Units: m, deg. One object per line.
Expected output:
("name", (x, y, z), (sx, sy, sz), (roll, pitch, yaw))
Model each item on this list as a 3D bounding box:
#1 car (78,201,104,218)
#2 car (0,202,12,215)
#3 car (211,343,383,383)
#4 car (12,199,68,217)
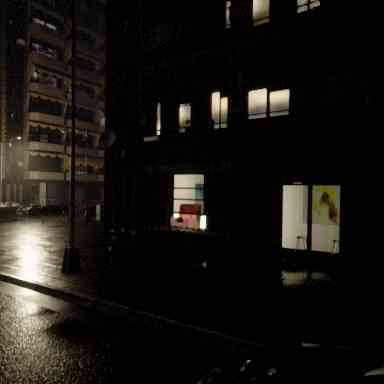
("car", (-8.426, 1.821, 31.998), (1.947, 1.339, 4.313), (1, 0, 36))
("car", (-18.454, 1.621, 32.419), (2.008, 1.369, 4.403), (1, 0, 36))
("car", (1.995, 1.551, 1.610), (4.403, 1.369, 2.008), (0, 1, 35))
("car", (-14.772, 1.488, 33.086), (2.097, 1.767, 4.553), (1, 0, 36))
